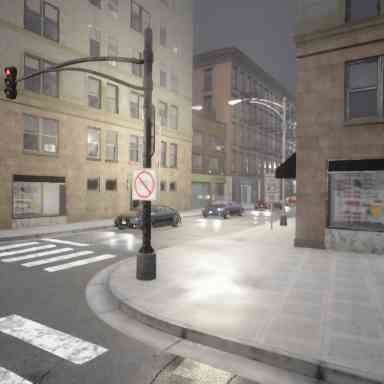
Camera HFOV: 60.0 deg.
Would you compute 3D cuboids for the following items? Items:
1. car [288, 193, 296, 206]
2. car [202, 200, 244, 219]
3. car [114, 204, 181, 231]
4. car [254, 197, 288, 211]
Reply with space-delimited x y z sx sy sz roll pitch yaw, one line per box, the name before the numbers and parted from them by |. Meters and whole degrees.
car | 13.713 0.870 42.991 2.097 1.767 4.553 1 1 34
car | 2.493 1.296 26.254 1.994 1.385 4.181 1 1 34
car | -2.421 1.388 18.887 1.994 1.385 4.181 1 1 34
car | 7.991 1.191 34.481 1.994 1.385 4.181 1 1 34
